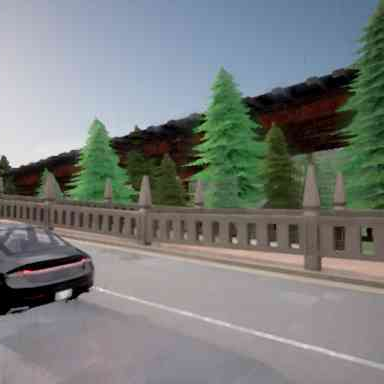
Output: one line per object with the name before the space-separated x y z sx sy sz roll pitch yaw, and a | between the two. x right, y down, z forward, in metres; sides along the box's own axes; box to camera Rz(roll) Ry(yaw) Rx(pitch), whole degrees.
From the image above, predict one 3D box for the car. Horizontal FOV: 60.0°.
car | -4.071 1.410 6.840 4.902 1.511 2.128 2 1 35
